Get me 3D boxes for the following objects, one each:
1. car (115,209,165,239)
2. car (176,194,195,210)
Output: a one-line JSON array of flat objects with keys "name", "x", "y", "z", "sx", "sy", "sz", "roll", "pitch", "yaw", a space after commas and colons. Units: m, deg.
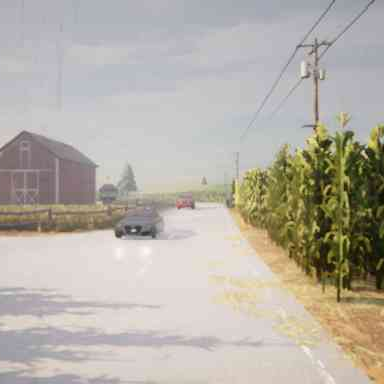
[{"name": "car", "x": -2.606, "y": 1.590, "z": 17.376, "sx": 1.994, "sy": 1.385, "sz": 4.181, "roll": 0, "pitch": 0, "yaw": 3}, {"name": "car", "x": -0.772, "y": 1.287, "z": 43.885, "sx": 2.150, "sy": 2.045, "sz": 5.566, "roll": 0, "pitch": 0, "yaw": 3}]
